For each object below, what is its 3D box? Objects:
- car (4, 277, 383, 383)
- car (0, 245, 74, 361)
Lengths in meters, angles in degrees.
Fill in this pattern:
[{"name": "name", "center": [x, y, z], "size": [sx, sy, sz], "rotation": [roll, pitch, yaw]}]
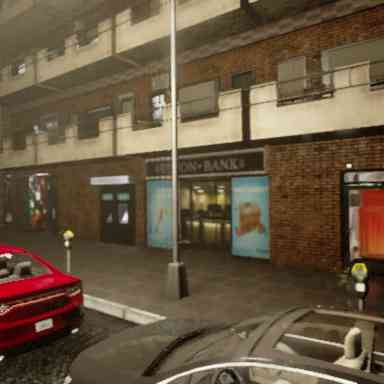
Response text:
[{"name": "car", "center": [0.848, 1.552, 2.281], "size": [4.403, 1.369, 2.008], "rotation": [0, -1, 35]}, {"name": "car", "center": [-3.686, 1.551, 5.512], "size": [4.507, 1.381, 1.887], "rotation": [0, -1, 35]}]
